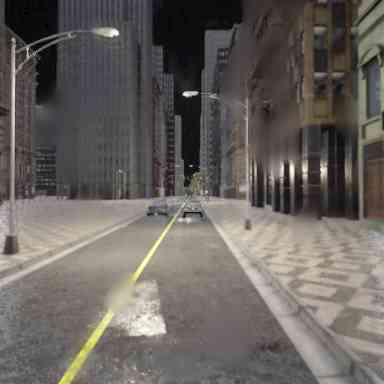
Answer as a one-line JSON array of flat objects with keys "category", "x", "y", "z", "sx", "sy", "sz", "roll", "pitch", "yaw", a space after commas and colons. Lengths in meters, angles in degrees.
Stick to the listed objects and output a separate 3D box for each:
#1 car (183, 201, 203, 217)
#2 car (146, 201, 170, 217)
[{"category": "car", "x": 0.094, "y": 1.554, "z": 31.806, "sx": 2.033, "sy": 1.411, "sz": 5.357, "roll": 0, "pitch": 0, "yaw": 0}, {"category": "car", "x": -3.103, "y": 1.554, "z": 31.405, "sx": 2.033, "sy": 1.411, "sz": 5.357, "roll": 0, "pitch": 0, "yaw": 0}]
